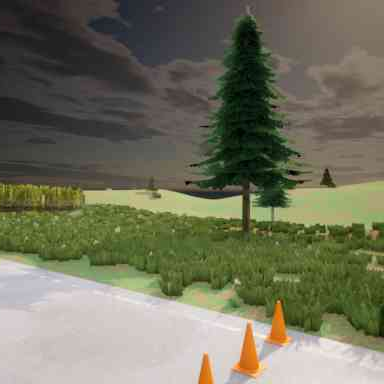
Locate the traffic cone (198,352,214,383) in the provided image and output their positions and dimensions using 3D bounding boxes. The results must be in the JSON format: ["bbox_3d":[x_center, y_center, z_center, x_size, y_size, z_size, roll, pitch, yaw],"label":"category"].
[{"bbox_3d":[0.145,1.955,3.431,0.340,0.580,0.340,0,0,36],"label":"traffic cone"}]

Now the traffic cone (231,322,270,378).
[{"bbox_3d":[0.729,1.955,4.242,0.340,0.580,0.340,0,0,36],"label":"traffic cone"}]

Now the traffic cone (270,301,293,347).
[{"bbox_3d":[1.314,1.955,5.053,0.340,0.580,0.340,0,0,36],"label":"traffic cone"}]
